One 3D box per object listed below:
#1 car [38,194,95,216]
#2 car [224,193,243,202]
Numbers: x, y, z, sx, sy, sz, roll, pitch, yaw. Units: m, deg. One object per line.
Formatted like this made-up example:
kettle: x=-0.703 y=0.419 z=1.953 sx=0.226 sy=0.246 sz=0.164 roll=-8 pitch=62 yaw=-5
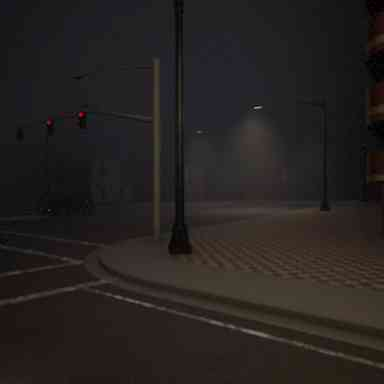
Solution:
car: x=-12.402 y=1.199 z=33.253 sx=2.150 sy=2.045 sz=5.566 roll=0 pitch=1 yaw=37
car: x=7.576 y=0.910 z=60.106 sx=1.837 sy=1.490 sz=4.892 roll=0 pitch=0 yaw=37
